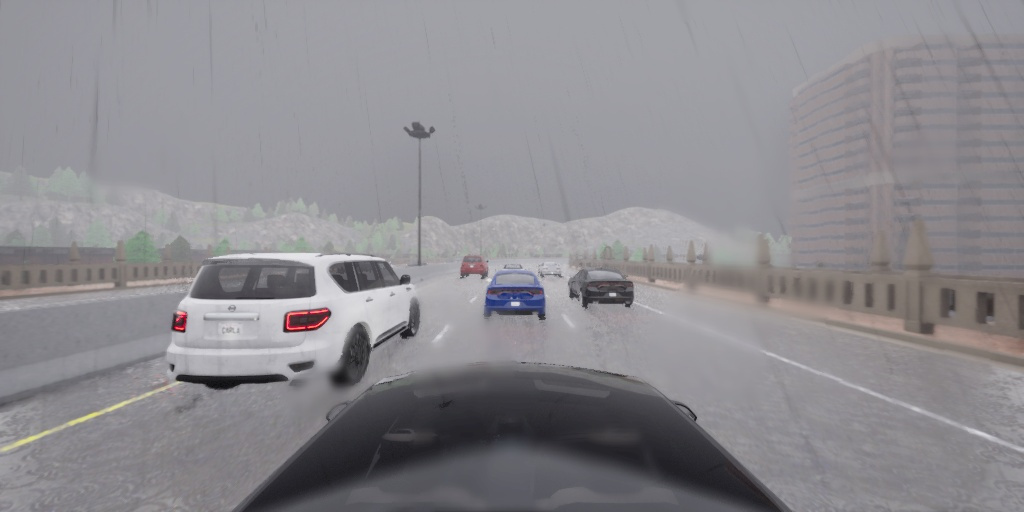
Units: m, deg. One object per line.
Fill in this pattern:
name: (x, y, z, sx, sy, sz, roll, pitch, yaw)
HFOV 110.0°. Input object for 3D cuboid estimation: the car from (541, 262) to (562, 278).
car: (3.580, 1.277, 34.341, 1.812, 1.442, 4.674, 0, 0, 0)

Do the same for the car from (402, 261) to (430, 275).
car: (-10.595, 1.315, 40.011, 1.994, 1.385, 4.181, 0, 0, 0)

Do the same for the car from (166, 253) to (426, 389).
car: (-3.413, 0.972, 7.012, 2.150, 2.045, 5.566, 0, 0, 0)

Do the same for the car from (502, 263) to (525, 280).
car: (0.092, 1.352, 32.170, 1.895, 1.301, 4.718, 0, 0, 0)

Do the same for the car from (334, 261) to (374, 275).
car: (-17.599, 1.299, 40.247, 2.033, 1.411, 5.357, 0, 0, 0)

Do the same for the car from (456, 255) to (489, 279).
car: (-3.407, 0.973, 33.036, 2.150, 2.045, 5.566, 0, 0, 0)

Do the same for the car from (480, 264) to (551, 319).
car: (0.098, 1.228, 12.802, 1.882, 1.535, 5.008, 0, 0, 0)

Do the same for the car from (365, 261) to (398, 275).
car: (-14.098, 1.277, 38.952, 1.812, 1.442, 4.674, 0, 0, 0)

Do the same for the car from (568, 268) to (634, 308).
car: (3.597, 1.228, 15.278, 1.882, 1.535, 5.008, 0, 0, 0)
